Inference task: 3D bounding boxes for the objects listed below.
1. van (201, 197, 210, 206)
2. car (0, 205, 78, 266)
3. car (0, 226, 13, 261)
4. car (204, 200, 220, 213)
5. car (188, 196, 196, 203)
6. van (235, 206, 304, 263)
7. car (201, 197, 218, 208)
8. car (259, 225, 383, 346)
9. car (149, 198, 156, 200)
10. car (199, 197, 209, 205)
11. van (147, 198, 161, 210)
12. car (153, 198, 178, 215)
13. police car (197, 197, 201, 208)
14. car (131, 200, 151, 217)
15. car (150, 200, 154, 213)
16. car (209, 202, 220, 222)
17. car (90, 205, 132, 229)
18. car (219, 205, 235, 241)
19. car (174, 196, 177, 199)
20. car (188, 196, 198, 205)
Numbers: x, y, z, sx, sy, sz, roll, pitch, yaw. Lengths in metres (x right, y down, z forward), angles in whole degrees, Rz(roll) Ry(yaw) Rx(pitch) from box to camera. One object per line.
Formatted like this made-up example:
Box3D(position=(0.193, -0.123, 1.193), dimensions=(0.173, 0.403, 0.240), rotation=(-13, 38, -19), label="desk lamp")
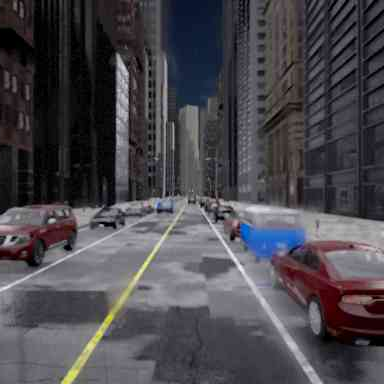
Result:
Box3D(position=(2.764, 1.995, 68.209), dimensions=(1.690, 1.788, 3.998), rotation=(0, -1, 0), label="van")
Box3D(position=(-5.761, 1.427, 12.106), dimensions=(2.192, 1.841, 5.009), rotation=(0, -1, 0), label="car")
Box3D(position=(-5.761, 1.611, 6.495), dimensions=(2.008, 1.369, 4.403), rotation=(0, -1, 0), label="car")
Box3D(position=(2.764, 1.959, 40.163), dimensions=(1.802, 1.307, 4.206), rotation=(0, -1, 0), label="car")
Box3D(position=(0.001, 2.088, 95.128), dimensions=(2.150, 2.045, 5.566), rotation=(0, -1, 0), label="car")
Box3D(position=(2.764, 1.453, 12.121), dimensions=(1.690, 1.788, 3.998), rotation=(0, -1, 0), label="van")
Box3D(position=(2.764, 1.747, 45.774), dimensions=(2.192, 1.841, 5.009), rotation=(0, -1, 0), label="car")
Box3D(position=(2.764, 1.605, 6.510), dimensions=(1.887, 1.381, 4.507), rotation=(0, -1, 0), label="car")
Box3D(position=(-5.761, 1.955, 45.590), dimensions=(1.752, 1.417, 4.829), rotation=(0, -1, 0), label="car")
Box3D(position=(2.765, 2.080, 79.427), dimensions=(2.192, 1.841, 5.009), rotation=(0, -1, 0), label="car")
Box3D(position=(-5.761, 1.828, 51.371), dimensions=(1.690, 1.788, 3.998), rotation=(0, -1, 0), label="van")
Box3D(position=(-3.092, 1.849, 39.595), dimensions=(1.882, 1.535, 5.008), rotation=(0, -1, 0), label="car")
Box3D(position=(2.367, 1.974, 57.662), dimensions=(1.930, 1.638, 5.238), rotation=(0, -1, 0), label="police car")
Box3D(position=(-5.761, 1.873, 34.541), dimensions=(2.008, 1.369, 4.403), rotation=(0, -1, 0), label="car")
Box3D(position=(-5.761, 1.959, 40.150), dimensions=(1.802, 1.307, 4.206), rotation=(0, -1, 0), label="car")
Box3D(position=(2.764, 1.835, 28.945), dimensions=(1.947, 1.339, 4.313), rotation=(0, -1, 0), label="car")
Box3D(position=(-5.761, 1.782, 23.322), dimensions=(1.947, 1.339, 4.313), rotation=(0, -1, 0), label="car")
Box3D(position=(2.764, 1.604, 17.729), dimensions=(1.967, 1.590, 4.097), rotation=(0, -1, 0), label="car")
Box3D(position=(-5.761, 2.136, 85.026), dimensions=(2.192, 1.841, 5.009), rotation=(0, -1, 0), label="car")
Box3D(position=(0.001, 2.098, 75.444), dimensions=(1.882, 1.535, 5.008), rotation=(0, -1, 0), label="car")
